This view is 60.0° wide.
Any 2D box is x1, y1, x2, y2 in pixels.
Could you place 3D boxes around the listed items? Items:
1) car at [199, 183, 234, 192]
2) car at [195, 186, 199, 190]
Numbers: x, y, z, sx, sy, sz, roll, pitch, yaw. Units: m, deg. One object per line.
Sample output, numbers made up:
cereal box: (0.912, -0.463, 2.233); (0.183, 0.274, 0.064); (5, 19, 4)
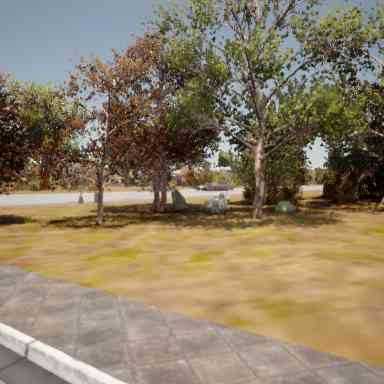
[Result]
car: (4.395, -0.762, 55.287); (5.357, 1.411, 2.033); (-2, 3, -25)
car: (2.892, -0.859, 58.447); (4.718, 1.301, 1.895); (-2, 3, -25)
